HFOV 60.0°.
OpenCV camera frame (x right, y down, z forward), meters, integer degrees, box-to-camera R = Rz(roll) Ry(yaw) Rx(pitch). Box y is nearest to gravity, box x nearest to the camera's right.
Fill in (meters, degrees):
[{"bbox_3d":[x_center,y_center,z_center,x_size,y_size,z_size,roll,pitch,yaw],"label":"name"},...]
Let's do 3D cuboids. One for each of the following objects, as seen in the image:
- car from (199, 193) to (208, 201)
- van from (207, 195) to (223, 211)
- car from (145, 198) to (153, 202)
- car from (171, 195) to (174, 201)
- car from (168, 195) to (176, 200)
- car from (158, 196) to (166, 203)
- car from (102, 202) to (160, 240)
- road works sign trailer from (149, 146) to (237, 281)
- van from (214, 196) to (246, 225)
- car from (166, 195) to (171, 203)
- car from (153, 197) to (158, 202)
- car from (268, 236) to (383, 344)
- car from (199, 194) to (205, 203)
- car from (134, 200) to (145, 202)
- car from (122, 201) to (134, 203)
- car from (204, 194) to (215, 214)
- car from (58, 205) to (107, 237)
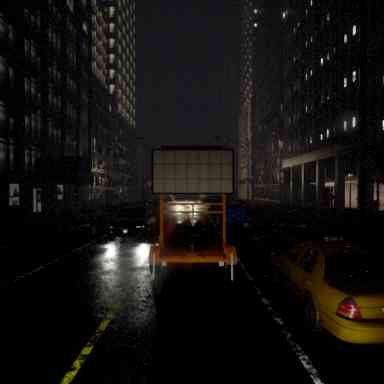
[{"bbox_3d":[2.865,1.293,85.987,2.192,1.841,5.009,-1,0,0],"label":"car"},{"bbox_3d":[2.768,1.332,40.518,1.690,1.788,3.998,-1,0,0],"label":"van"},{"bbox_3d":[-5.624,1.543,34.852,2.008,1.369,4.403,-1,0,0],"label":"car"},{"bbox_3d":[-5.537,1.563,74.637,1.802,1.307,4.206,-1,0,0],"label":"car"},{"bbox_3d":[-5.501,1.501,91.519,1.752,1.417,4.829,-1,0,0],"label":"car"},{"bbox_3d":[-5.586,1.538,51.903,2.008,1.369,4.403,-1,0,0],"label":"car"},{"bbox_3d":[-2.963,1.501,17.180,1.837,1.490,4.892,0,0,0],"label":"car"},{"bbox_3d":[0.025,0.462,9.825,2.380,3.560,2.880,0,0,0],"label":"road works sign trailer"},{"bbox_3d":[2.731,1.335,23.467,1.690,1.788,3.998,-1,0,0],"label":"van"},{"bbox_3d":[-5.562,1.535,63.270,2.008,1.369,4.403,-1,0,0],"label":"car"},{"bbox_3d":[-5.610,1.572,40.536,1.802,1.307,4.206,-1,0,0],"label":"car"},{"bbox_3d":[2.697,1.524,6.586,1.752,1.417,4.829,-1,0,0],"label":"car"},{"bbox_3d":[2.819,1.535,63.252,2.008,1.369,4.403,-1,0,0],"label":"car"},{"bbox_3d":[-5.635,1.538,29.168,1.887,1.381,4.507,-1,0,0],"label":"car"},{"bbox_3d":[-5.647,1.560,23.485,1.947,1.339,4.313,-1,0,0],"label":"car"},{"bbox_3d":[2.755,1.307,34.834,2.192,1.841,5.009,-1,0,0],"label":"car"},{"bbox_3d":[-5.660,1.547,17.801,2.008,1.369,4.403,-1,0,0],"label":"car"}]
